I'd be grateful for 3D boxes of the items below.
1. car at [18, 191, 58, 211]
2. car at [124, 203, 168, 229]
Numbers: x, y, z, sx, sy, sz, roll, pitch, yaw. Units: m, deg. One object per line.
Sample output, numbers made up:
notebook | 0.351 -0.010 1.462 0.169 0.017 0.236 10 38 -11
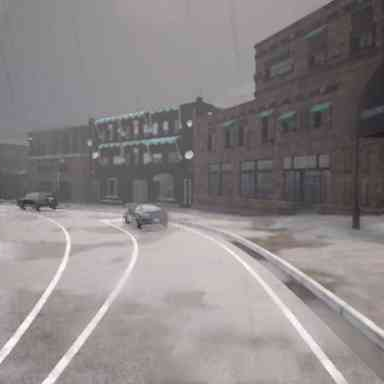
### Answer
car | -16.858 0.937 36.402 5.566 2.045 2.150 1 1 38
car | -2.926 1.404 20.783 1.812 1.442 4.674 0 1 -24
